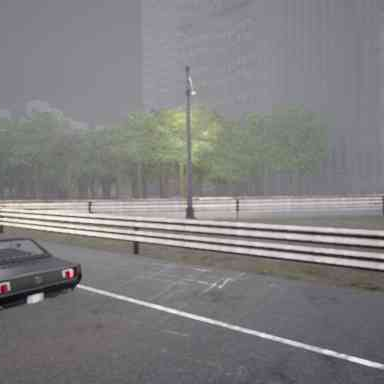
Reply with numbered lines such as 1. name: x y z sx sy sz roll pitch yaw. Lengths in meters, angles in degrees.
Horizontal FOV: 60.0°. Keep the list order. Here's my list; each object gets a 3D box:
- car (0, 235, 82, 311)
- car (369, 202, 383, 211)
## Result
1. car: -4.585 1.618 7.266 4.718 1.301 1.895 0 0 36
2. car: 17.636 0.748 28.430 4.553 1.767 2.097 -1 0 -5
